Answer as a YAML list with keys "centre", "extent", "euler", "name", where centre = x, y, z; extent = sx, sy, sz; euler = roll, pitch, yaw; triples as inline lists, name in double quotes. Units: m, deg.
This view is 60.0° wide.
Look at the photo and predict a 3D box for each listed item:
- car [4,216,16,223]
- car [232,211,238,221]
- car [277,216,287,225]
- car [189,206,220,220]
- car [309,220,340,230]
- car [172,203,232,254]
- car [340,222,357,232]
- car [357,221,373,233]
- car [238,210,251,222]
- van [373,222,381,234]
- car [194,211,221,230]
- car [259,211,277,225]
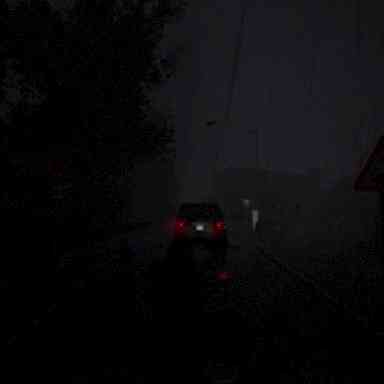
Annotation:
- centre: [-31.582, 4.919, 58.665]
  extent: [5.357, 1.411, 2.033]
  euler: [-4, -5, 44]
  name: "car"
- centre: [4.847, 3.718, 54.655]
  extent: [2.185, 1.767, 4.553]
  euler: [5, -5, -31]
  name: "car"
- centre: [13.650, 4.702, 56.399]
  extent: [1.946, 1.575, 5.366]
  euler: [7, -5, -30]
  name: "car"
- centre: [1.968, 3.416, 54.070]
  extent: [2.435, 2.045, 5.566]
  euler: [2, -4, -30]
  name: "car"
- centre: [22.621, 5.630, 57.765]
  extent: [2.002, 1.452, 4.674]
  euler: [7, -5, -29]
  name: "car"
- centre: [0.342, 1.494, 14.888]
  extent: [2.150, 2.045, 5.566]
  euler: [0, -2, 1]
  name: "car"
- centre: [25.592, 5.927, 58.274]
  extent: [2.002, 1.452, 4.674]
  euler: [8, -5, -29]
  name: "car"
- centre: [28.473, 6.184, 58.926]
  extent: [1.946, 1.575, 5.366]
  euler: [7, -5, -29]
  name: "car"
- centre: [7.820, 3.976, 55.151]
  extent: [2.185, 1.767, 4.553]
  euler: [7, -5, -30]
  name: "car"
- centre: [31.615, 6.253, 59.172]
  extent: [1.878, 1.987, 4.442]
  euler: [8, -5, -29]
  name: "van"
- centre: [1.522, 2.521, 30.727]
  extent: [1.882, 1.535, 5.008]
  euler: [-1, -3, 10]
  name: "car"
- centre: [10.817, 4.153, 55.708]
  extent: [2.435, 2.045, 5.566]
  euler: [8, -5, -30]
  name: "car"
